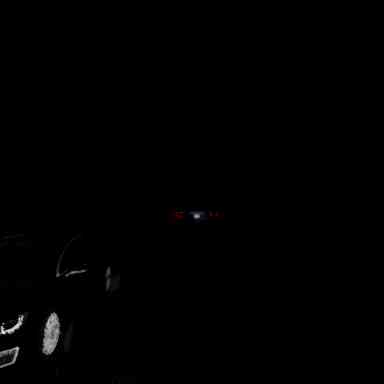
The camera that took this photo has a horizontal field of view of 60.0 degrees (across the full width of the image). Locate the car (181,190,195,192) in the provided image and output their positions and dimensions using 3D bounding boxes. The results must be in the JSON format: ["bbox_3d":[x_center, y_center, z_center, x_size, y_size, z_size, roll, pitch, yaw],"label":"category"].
[{"bbox_3d":[-0.544,0.697,43.986,2.150,2.045,5.566,-1,2,-5],"label":"car"}]

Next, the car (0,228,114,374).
[{"bbox_3d":[-2.745,1.492,5.925,1.837,1.490,4.892,0,0,1],"label":"car"}]

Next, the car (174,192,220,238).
[{"bbox_3d":[0.219,1.179,17.709,2.150,2.045,5.566,-1,0,0],"label":"car"}]
